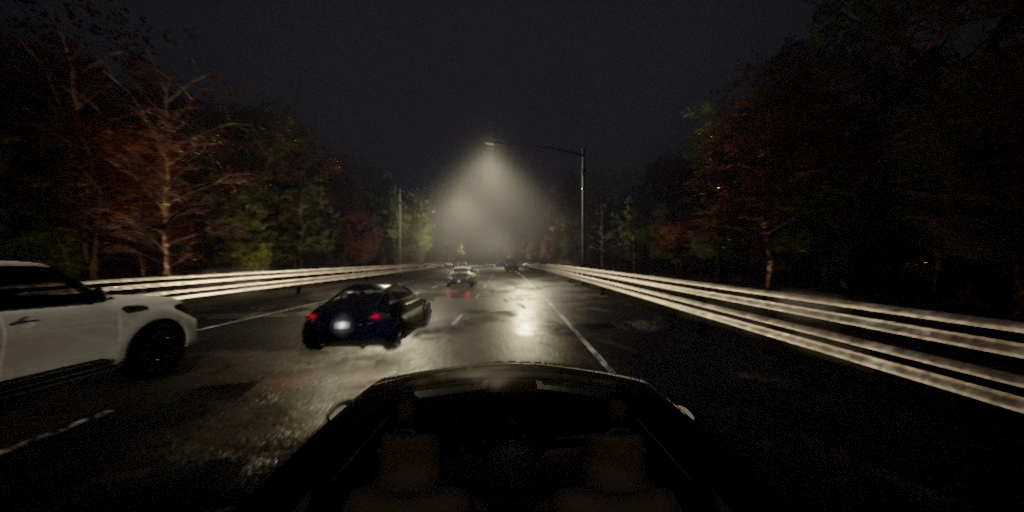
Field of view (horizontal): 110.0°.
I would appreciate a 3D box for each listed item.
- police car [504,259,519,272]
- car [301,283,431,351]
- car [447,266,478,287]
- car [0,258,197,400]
[{"bbox_3d":[0.090,1.674,56.095,1.930,1.638,5.238,0,-1,-2],"label":"police car"},{"bbox_3d":[-3.426,1.375,9.222,1.994,1.385,4.181,0,0,0],"label":"car"},{"bbox_3d":[-3.593,1.483,26.441,1.812,1.442,4.674,0,-1,-1],"label":"car"},{"bbox_3d":[-6.908,0.999,4.229,2.150,2.045,5.566,0,0,0],"label":"car"}]
